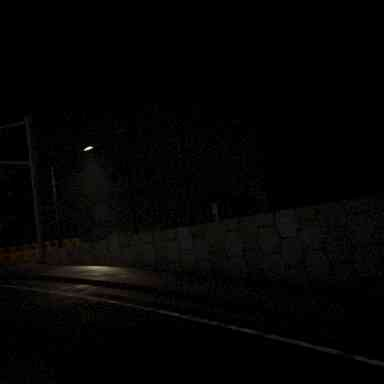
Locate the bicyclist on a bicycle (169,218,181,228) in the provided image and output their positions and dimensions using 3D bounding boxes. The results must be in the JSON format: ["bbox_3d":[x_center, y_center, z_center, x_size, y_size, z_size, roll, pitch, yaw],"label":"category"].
[{"bbox_3d":[-1.337,2.917,27.293,1.656,1.620,0.582,-14,-8,36],"label":"bicyclist on a bicycle"}]
